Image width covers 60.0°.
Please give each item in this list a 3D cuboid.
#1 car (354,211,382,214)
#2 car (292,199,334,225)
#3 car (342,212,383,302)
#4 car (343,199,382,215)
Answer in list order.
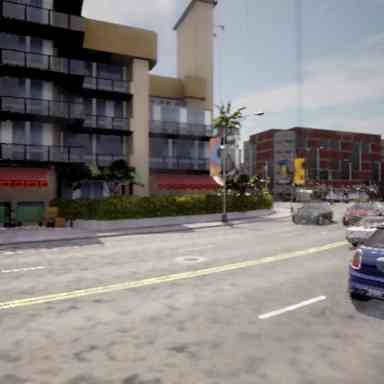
[{"bbox_3d":[8.574,1.732,14.727,4.718,1.301,1.895,0,-1,-44],"label":"car"},{"bbox_3d":[9.584,1.598,26.275,2.097,1.767,4.553,-1,-1,38],"label":"car"},{"bbox_3d":[5.400,1.415,7.330,4.553,1.767,2.097,0,-1,-38],"label":"car"},{"bbox_3d":[12.590,1.575,24.412,2.097,1.767,4.553,-1,-1,37],"label":"car"}]
